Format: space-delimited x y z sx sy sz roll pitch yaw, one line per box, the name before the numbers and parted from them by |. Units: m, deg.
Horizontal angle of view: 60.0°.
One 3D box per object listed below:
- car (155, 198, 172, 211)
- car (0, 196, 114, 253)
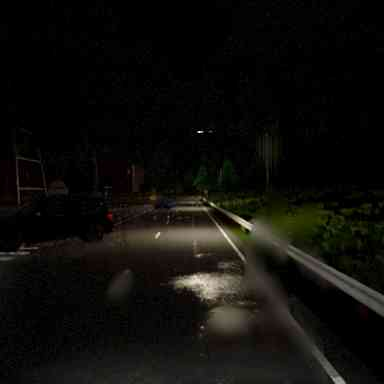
car | -3.558 1.438 41.862 1.882 1.535 5.008 0 0 0
car | -6.037 1.260 14.028 5.566 2.045 2.150 -1 4 -44
